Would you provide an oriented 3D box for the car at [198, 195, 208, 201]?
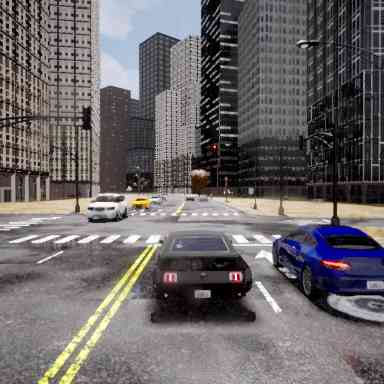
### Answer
[{"bbox_3d":[2.745,1.397,80.641,1.812,1.442,4.674,0,0,-4],"label":"car"}]

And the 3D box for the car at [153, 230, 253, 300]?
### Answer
[{"bbox_3d":[0.104,1.598,8.367,1.895,1.301,4.718,0,0,-3],"label":"car"}]

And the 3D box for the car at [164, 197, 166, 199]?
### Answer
[{"bbox_3d":[-6.738,1.431,74.789,1.994,1.385,4.181,0,0,-2],"label":"car"}]

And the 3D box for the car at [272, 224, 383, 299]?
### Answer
[{"bbox_3d":[3.347,1.523,8.339,1.812,1.442,4.674,0,0,1],"label":"car"}]

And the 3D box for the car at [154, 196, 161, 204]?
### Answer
[{"bbox_3d":[-6.560,1.454,59.326,1.812,1.442,4.674,0,0,0],"label":"car"}]

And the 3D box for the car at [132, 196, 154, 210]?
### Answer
[{"bbox_3d":[-6.566,1.439,43.425,1.882,1.535,5.008,0,0,0],"label":"car"}]

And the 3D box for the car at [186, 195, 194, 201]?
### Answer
[{"bbox_3d":[-0.503,1.469,80.524,1.895,1.301,4.718,0,0,-4],"label":"car"}]

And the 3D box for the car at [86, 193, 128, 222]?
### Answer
[{"bbox_3d":[-6.577,1.158,26.376,2.150,2.045,5.566,0,1,0],"label":"car"}]
